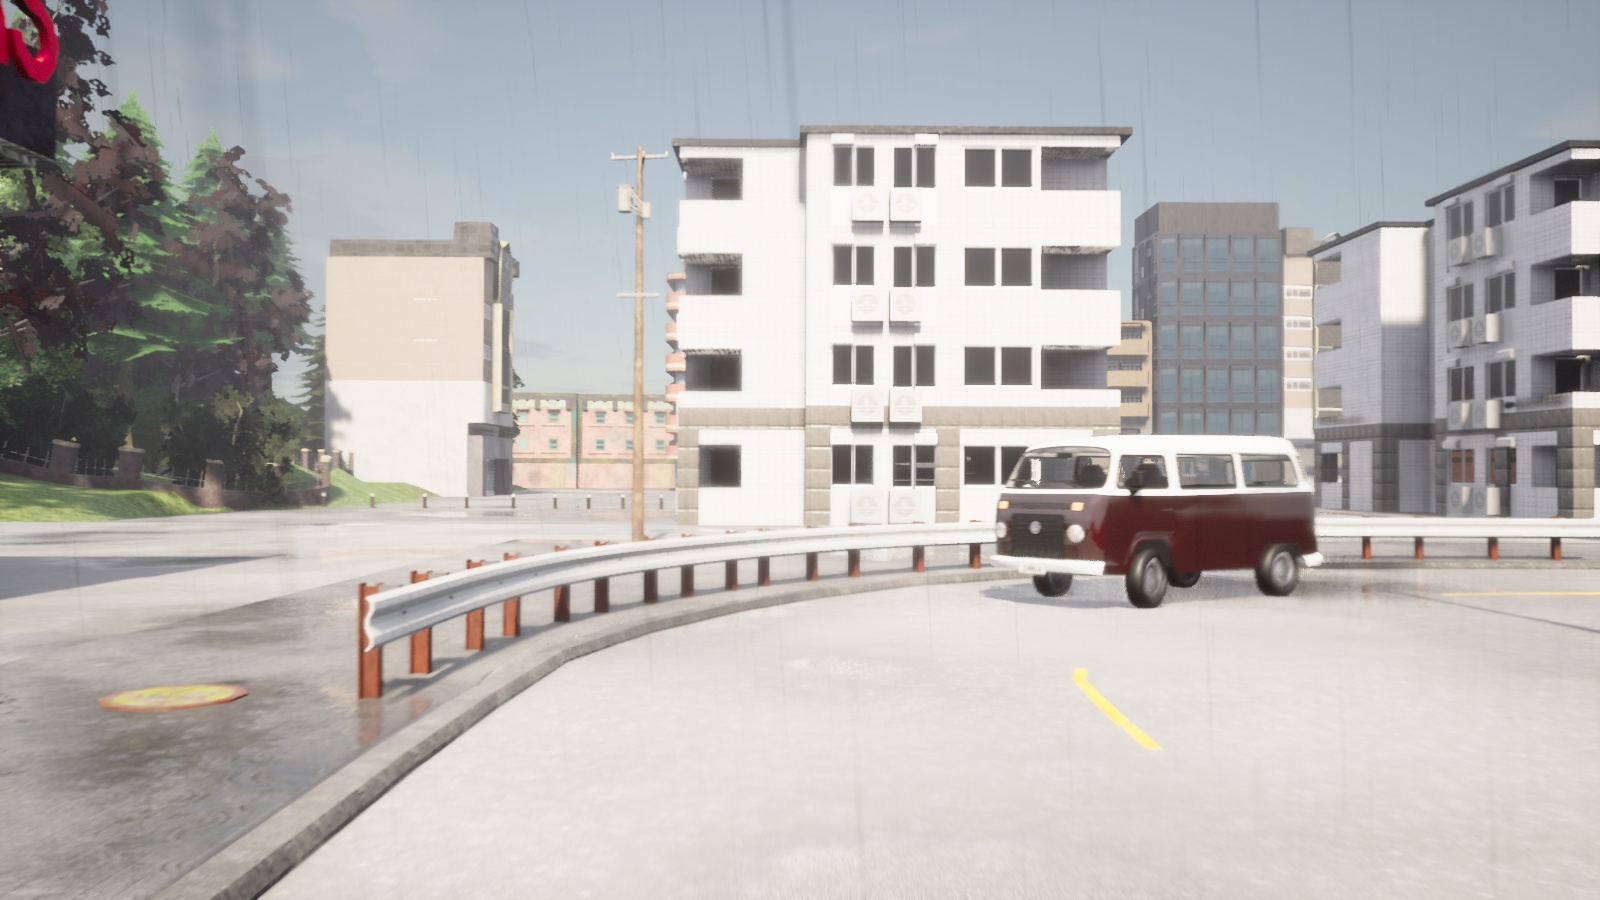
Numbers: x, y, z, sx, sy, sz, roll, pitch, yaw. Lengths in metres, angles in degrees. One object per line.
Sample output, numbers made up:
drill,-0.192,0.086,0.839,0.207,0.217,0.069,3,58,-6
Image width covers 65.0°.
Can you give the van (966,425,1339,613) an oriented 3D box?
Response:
van,4.468,0.785,15.710,4.480,2.038,2.069,0,-2,-35
